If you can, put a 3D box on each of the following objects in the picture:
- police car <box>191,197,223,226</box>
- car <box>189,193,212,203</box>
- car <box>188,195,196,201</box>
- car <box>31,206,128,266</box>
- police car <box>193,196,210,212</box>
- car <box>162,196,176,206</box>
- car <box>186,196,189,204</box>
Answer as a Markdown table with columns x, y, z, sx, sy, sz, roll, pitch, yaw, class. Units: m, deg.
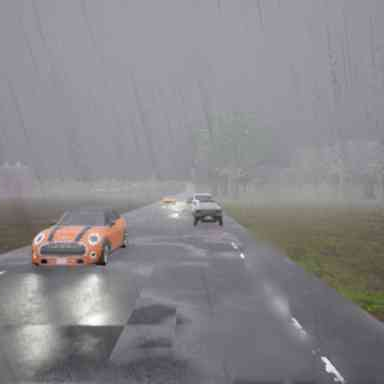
| x | y | z | sx | sy | sz | roll | pitch | yaw | class |
| --- | --- | --- | --- | --- | --- | --- | --- | --- | --- |
| 1.044 | 1.371 | 23.184 | 1.930 | 1.638 | 5.238 | 0 | 0 | 0 | police car |
| 1.041 | 1.141 | 33.104 | 2.150 | 2.045 | 5.566 | 0 | 0 | 0 | car |
| -0.021 | 1.270 | 75.805 | 1.895 | 1.301 | 4.718 | 0 | 0 | 0 | car |
| -3.602 | 1.328 | 11.443 | 2.097 | 1.767 | 4.553 | 0 | 0 | 0 | car |
| 1.039 | 1.322 | 39.187 | 1.930 | 1.638 | 5.238 | 0 | 0 | 0 | police car |
| -3.583 | 1.321 | 52.424 | 1.882 | 1.535 | 5.008 | 0 | 0 | 0 | car |
| -0.016 | 1.371 | 56.657 | 2.033 | 1.411 | 5.357 | 0 | 0 | 0 | car |
